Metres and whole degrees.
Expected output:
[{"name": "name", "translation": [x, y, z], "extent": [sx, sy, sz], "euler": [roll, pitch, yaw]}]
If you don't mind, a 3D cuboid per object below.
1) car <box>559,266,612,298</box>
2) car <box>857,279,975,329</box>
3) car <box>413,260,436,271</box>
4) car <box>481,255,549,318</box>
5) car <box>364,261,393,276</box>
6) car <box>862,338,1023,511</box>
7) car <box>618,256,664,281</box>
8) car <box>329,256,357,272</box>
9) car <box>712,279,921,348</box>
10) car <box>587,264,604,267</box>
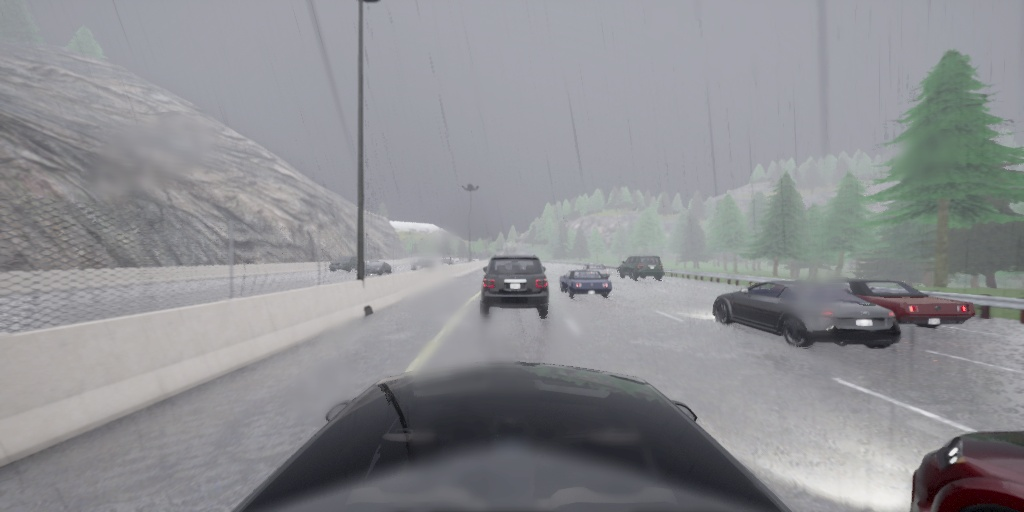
[{"name": "car", "translation": [3.595, 1.357, 18.412], "extent": [1.895, 1.301, 4.718], "euler": [0, 0, 0]}, {"name": "car", "translation": [10.598, 1.354, 11.226], "extent": [1.895, 1.301, 4.718], "euler": [0, 0, 0]}, {"name": "car", "translation": [-10.593, 1.258, 43.702], "extent": [2.128, 1.511, 4.902], "euler": [0, 0, 0]}, {"name": "car", "translation": [0.097, 0.976, 13.201], "extent": [2.150, 2.045, 5.566], "euler": [0, 0, 0]}, {"name": "car", "translation": [-14.100, 1.289, 37.976], "extent": [1.812, 1.442, 4.674], "euler": [0, 0, 0]}, {"name": "car", "translation": [3.599, 1.313, 0.556], "extent": [1.994, 1.385, 4.181], "euler": [0, 0, 0]}, {"name": "car", "translation": [10.593, 0.982, 29.777], "extent": [2.150, 2.045, 5.566], "euler": [0, 0, 0]}, {"name": "car", "translation": [-21.094, 0.988, 45.905], "extent": [2.150, 2.045, 5.566], "euler": [0, 0, 0]}, {"name": "car", "translation": [7.097, 1.317, 9.238], "extent": [1.994, 1.385, 4.181], "euler": [0, 0, 0]}, {"name": "car", "translation": [7.095, 1.362, 31.354], "extent": [1.895, 1.301, 4.718], "euler": [0, 0, 0]}]
